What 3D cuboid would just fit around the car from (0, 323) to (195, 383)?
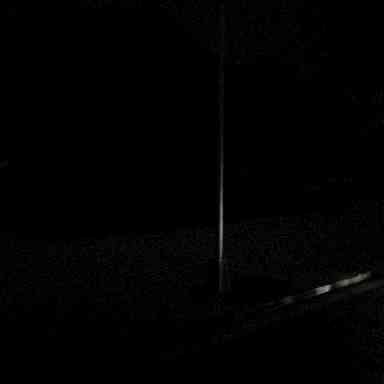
[{"bbox_3d":[-2.123,1.603,1.525,4.718,1.301,1.895,0,0,-37],"label":"car"}]
